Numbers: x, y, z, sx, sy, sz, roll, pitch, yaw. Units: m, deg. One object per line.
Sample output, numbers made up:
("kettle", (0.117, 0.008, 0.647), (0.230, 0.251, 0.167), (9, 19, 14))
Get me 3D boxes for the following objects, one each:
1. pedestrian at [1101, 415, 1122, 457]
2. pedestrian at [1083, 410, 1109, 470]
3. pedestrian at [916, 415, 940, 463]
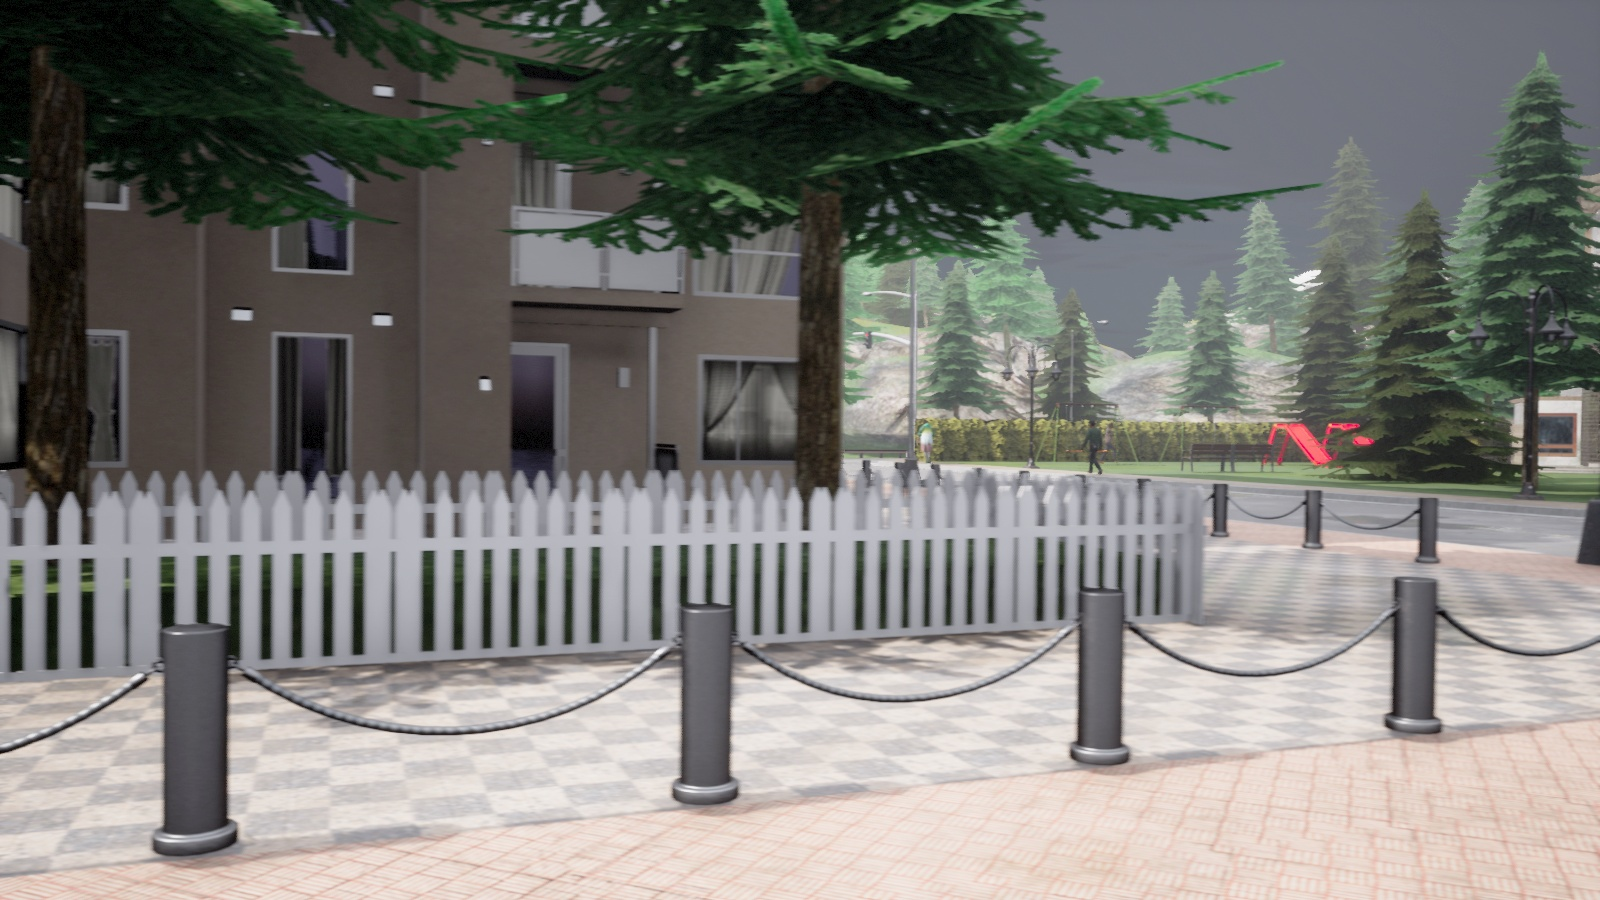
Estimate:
("pedestrian", (13.571, -0.593, 54.666), (0.869, 1.805, 0.328), (0, 1, 20))
("pedestrian", (9.704, -0.331, 41.178), (0.423, 1.949, 0.788), (-1, 1, -21))
("pedestrian", (5.311, -0.463, 52.167), (0.659, 1.952, 0.873), (-1, 1, -20))
